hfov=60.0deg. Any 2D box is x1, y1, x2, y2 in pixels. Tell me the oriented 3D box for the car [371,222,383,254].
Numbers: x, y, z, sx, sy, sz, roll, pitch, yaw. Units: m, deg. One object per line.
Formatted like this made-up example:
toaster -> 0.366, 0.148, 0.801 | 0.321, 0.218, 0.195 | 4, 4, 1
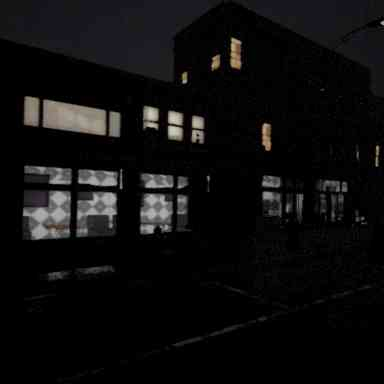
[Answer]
car -> 9.046, 1.470, 12.992 | 5.009, 1.841, 2.192 | 1, 1, -35
